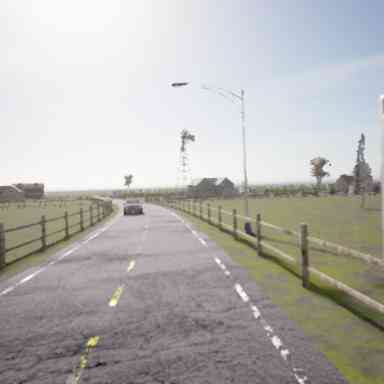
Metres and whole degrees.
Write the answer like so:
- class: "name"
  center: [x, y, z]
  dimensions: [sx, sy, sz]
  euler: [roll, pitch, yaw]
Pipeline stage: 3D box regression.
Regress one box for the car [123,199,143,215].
- class: "car"
  center: [-6.618, 1.565, 37.539]
  dimensions: [2.097, 1.767, 4.553]
  euler: [-2, 0, -9]
